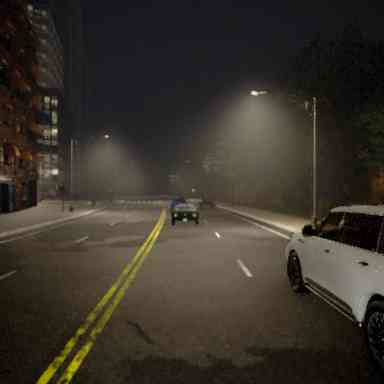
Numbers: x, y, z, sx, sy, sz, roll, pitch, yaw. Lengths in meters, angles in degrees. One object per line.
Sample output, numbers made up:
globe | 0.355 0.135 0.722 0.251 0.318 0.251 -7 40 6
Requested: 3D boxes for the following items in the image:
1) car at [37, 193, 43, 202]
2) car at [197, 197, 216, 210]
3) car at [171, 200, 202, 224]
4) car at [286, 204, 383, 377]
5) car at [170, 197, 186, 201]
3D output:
car | -27.284 0.926 55.887 4.097 1.590 1.967 1 -1 -13
car | 1.678 1.357 39.692 2.128 1.511 4.902 0 0 -4
car | -0.536 1.529 23.914 1.895 1.301 4.718 0 0 -3
car | 3.318 1.199 5.553 2.150 2.045 5.566 0 0 -1
car | -1.490 1.355 38.623 1.882 1.535 5.008 0 0 -4
